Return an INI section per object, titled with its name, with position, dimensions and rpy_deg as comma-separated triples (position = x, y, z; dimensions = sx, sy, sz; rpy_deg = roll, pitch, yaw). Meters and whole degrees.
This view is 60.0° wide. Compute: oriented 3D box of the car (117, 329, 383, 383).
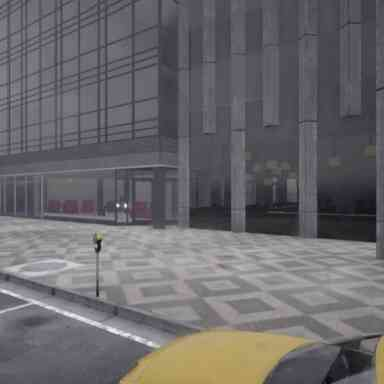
[car]
position = 1.513, 1.525, 2.002
dimensions = 4.829, 1.417, 1.752
rpy_deg = 0, 0, 36
